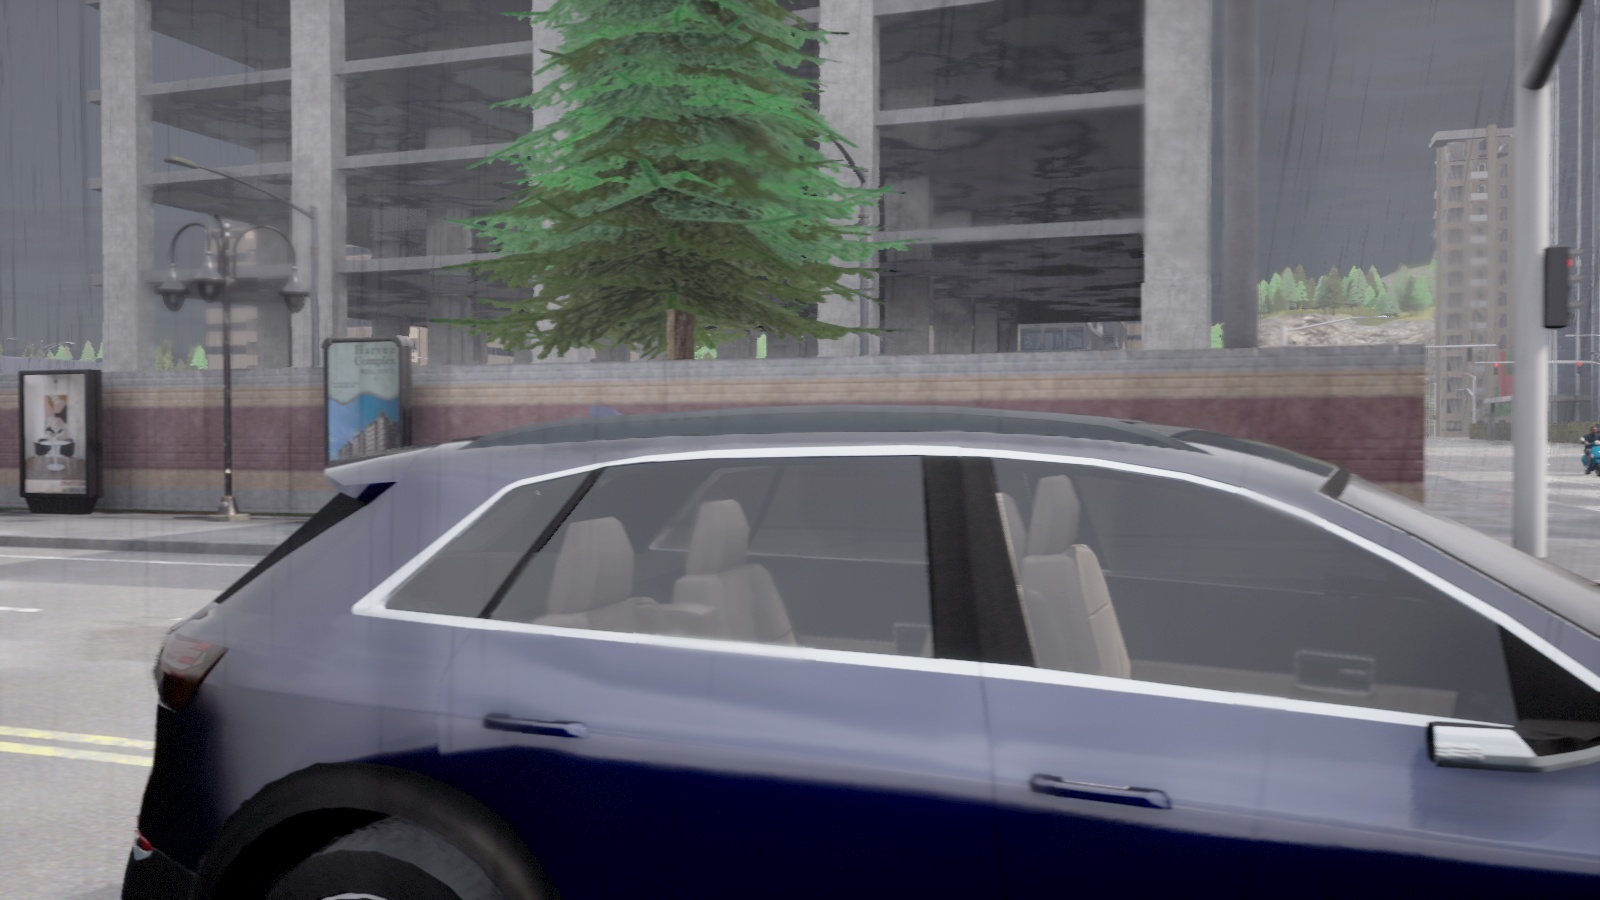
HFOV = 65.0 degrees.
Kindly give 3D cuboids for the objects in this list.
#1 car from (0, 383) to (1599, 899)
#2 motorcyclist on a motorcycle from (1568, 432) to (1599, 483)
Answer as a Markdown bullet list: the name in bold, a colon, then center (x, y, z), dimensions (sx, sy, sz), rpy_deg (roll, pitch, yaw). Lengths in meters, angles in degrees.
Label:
- **car**: center (0.759, 0.710, 2.940), dimensions (4.856, 1.649, 2.033), rpy_deg (1, 1, 18)
- **motorcyclist on a motorcycle**: center (25.375, 0.231, 40.293), dimensions (0.866, 1.590, 1.817), rpy_deg (1, 1, 19)
